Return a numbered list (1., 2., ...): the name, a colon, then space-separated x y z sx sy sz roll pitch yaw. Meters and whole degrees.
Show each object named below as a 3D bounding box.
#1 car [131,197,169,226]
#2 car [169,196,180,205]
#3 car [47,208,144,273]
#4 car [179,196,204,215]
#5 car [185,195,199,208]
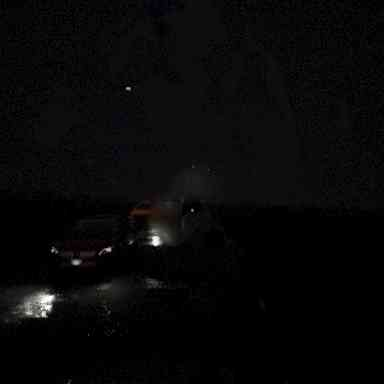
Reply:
1. car: -2.849 1.323 21.976 1.882 1.535 5.008 0 1 0
2. car: -2.896 1.300 53.509 1.994 1.385 4.181 0 0 0
3. car: -2.854 1.446 10.527 1.812 1.442 4.674 0 1 0
4. car: 0.056 1.306 30.796 1.837 1.490 4.892 0 0 0
5. car: 0.032 1.260 44.931 1.837 1.490 4.892 0 1 0
